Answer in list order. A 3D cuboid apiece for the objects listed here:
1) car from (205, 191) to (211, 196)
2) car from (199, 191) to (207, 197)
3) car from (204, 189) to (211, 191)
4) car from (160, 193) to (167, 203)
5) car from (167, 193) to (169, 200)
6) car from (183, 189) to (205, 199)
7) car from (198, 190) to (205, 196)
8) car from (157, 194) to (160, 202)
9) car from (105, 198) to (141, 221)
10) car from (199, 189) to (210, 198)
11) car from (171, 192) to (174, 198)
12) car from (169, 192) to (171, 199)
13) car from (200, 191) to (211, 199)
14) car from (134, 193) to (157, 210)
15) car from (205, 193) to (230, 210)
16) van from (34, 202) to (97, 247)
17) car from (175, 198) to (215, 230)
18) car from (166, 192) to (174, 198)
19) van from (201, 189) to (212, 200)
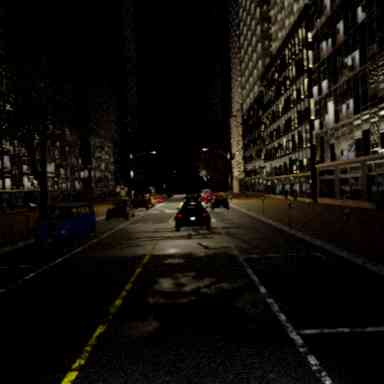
[{"bbox_3d":[2.644,0.893,43.743,1.887,1.381,4.507,-3,1,0],"label":"car"},{"bbox_3d":[2.622,0.446,83.416,1.802,1.307,4.206,-3,1,0],"label":"car"},{"bbox_3d":[2.637,0.756,55.078,1.887,1.381,4.507,-3,1,0],"label":"car"},{"bbox_3d":[-5.735,1.123,55.079,1.887,1.381,4.507,-3,1,0],"label":"car"},{"bbox_3d":[-5.738,1.075,60.746,1.947,1.339,4.313,-3,1,0],"label":"car"},{"bbox_3d":[0.036,0.894,37.235,2.097,1.767,4.553,-3,1,0],"label":"car"},{"bbox_3d":[2.614,0.289,94.752,1.947,1.339,4.313,-3,1,0],"label":"car"},{"bbox_3d":[-5.729,1.243,43.573,1.752,1.417,4.829,-3,1,0],"label":"car"},{"bbox_3d":[-5.717,1.473,26.741,2.008,1.369,4.403,-3,1,0],"label":"car"},{"bbox_3d":[2.617,0.318,72.078,2.192,1.841,5.009,-3,1,0],"label":"car"},{"bbox_3d":[-5.748,0.867,77.748,1.947,1.339,4.313,-3,1,0],"label":"car"},{"bbox_3d":[-5.742,0.967,66.243,1.752,1.417,4.829,-3,1,0],"label":"car"},{"bbox_3d":[2.631,0.623,66.413,2.008,1.369,4.403,-3,1,0],"label":"car"},{"bbox_3d":[-5.735,1.100,38.073,2.192,1.841,5.009,-3,1,0],"label":"car"},{"bbox_3d":[2.651,1.037,32.408,2.008,1.369,4.403,-3,1,0],"label":"car"},{"bbox_3d":[-5.720,1.401,15.404,1.690,1.788,3.998,-3,1,0],"label":"van"},{"bbox_3d":[0.044,1.323,19.413,1.994,1.385,4.181,-3,1,0],"label":"car"},{"bbox_3d":[-5.754,0.743,89.085,1.802,1.307,4.206,-3,1,0],"label":"car"},{"bbox_3d":[2.625,0.483,60.743,1.690,1.788,3.998,-3,1,0],"label":"van"}]
